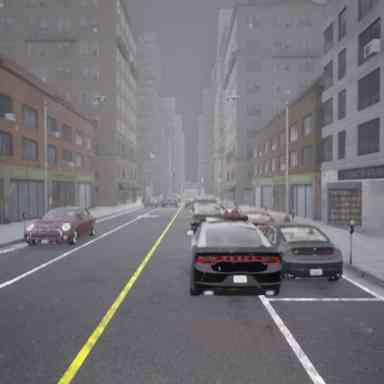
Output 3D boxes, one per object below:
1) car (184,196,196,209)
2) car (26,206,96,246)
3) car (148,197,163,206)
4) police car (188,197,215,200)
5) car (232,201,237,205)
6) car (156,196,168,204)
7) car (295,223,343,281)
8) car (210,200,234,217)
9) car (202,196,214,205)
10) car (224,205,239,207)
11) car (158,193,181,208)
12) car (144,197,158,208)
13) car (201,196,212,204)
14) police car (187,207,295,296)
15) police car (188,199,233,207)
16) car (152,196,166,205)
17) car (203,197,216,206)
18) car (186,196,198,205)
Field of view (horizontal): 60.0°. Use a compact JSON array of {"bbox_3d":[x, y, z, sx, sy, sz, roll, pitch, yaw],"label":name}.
[{"bbox_3d":[-0.001,1.486,45.195,1.812,1.442,4.674,0,0,0],"label":"car"},{"bbox_3d":[-5.780,1.422,15.053,1.967,1.590,4.097,-1,0,0],"label":"car"},{"bbox_3d":[-5.787,1.522,53.589,1.947,1.339,4.313,-1,0,0],"label":"car"},{"bbox_3d":[0.892,1.399,24.761,1.930,1.638,5.238,0,0,0],"label":"police car"},{"bbox_3d":[2.742,1.413,26.065,1.967,1.590,4.097,-1,0,0],"label":"car"},{"bbox_3d":[-5.789,1.497,64.600,1.887,1.381,4.507,-1,0,0],"label":"car"},{"bbox_3d":[2.748,1.539,9.549,2.008,1.369,4.403,-1,0,0],"label":"car"},{"bbox_3d":[2.743,1.513,31.570,1.887,1.381,4.507,-1,0,0],"label":"car"},{"bbox_3d":[2.737,1.499,59.096,1.887,1.381,4.507,-1,0,0],"label":"car"},{"bbox_3d":[2.747,1.527,15.055,1.887,1.381,4.507,-1,0,0],"label":"car"},{"bbox_3d":[-3.106,1.181,47.138,2.150,2.045,5.566,0,0,0],"label":"car"},{"bbox_3d":[-5.787,1.399,48.084,1.967,1.590,4.097,-1,0,0],"label":"car"},{"bbox_3d":[2.735,1.497,64.602,1.887,1.381,4.507,-1,0,0],"label":"car"},{"bbox_3d":[0.895,1.414,8.760,1.930,1.638,5.238,0,0,0],"label":"police car"},{"bbox_3d":[0.890,1.404,18.761,1.930,1.638,5.238,0,0,0],"label":"police car"},{"bbox_3d":[-5.788,1.505,59.094,2.008,1.369,4.403,-1,0,0],"label":"car"},{"bbox_3d":[2.738,1.501,53.591,1.887,1.381,4.507,-1,0,0],"label":"car"},{"bbox_3d":[-0.015,1.446,58.959,2.128,1.511,4.902,0,0,0],"label":"car"}]
